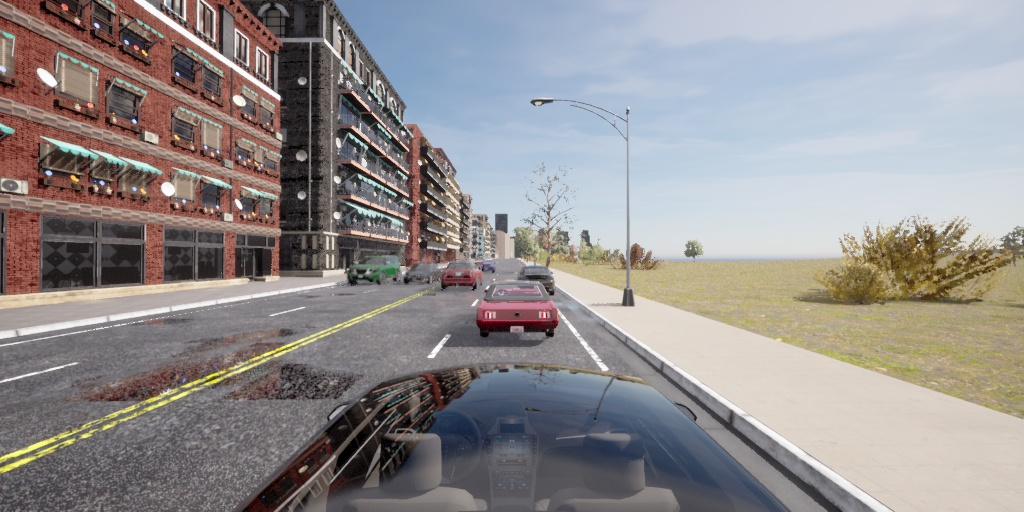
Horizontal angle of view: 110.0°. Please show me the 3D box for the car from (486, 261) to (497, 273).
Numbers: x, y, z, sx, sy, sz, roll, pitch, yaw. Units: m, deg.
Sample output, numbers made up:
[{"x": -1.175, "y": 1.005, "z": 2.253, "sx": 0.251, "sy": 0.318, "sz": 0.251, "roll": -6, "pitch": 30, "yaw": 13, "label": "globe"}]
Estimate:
[{"x": -2.974, "y": 1.277, "z": 43.887, "sx": 1.812, "sy": 1.442, "sz": 4.674, "roll": 0, "pitch": 0, "yaw": 0, "label": "car"}]

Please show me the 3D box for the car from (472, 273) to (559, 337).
[{"x": 0.133, "y": 1.352, "z": 10.235, "sx": 1.895, "sy": 1.301, "sz": 4.718, "roll": 0, "pitch": 0, "yaw": 0, "label": "car"}]

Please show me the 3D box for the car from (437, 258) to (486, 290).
[{"x": -3.063, "y": 1.104, "z": 22.655, "sx": 2.097, "sy": 1.767, "sz": 4.553, "roll": 0, "pitch": 0, "yaw": 0, "label": "car"}]

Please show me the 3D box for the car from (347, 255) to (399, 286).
[{"x": -9.750, "y": 0.973, "z": 25.848, "sx": 2.150, "sy": 2.045, "sz": 5.566, "roll": 0, "pitch": 0, "yaw": 0, "label": "car"}]

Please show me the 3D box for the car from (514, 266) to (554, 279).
[{"x": 1.210, "y": 1.257, "z": 19.435, "sx": 1.837, "sy": 1.490, "sz": 4.892, "roll": 0, "pitch": 0, "yaw": 0, "label": "car"}]

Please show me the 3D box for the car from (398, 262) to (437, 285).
[{"x": -6.500, "y": 1.257, "z": 26.303, "sx": 1.837, "sy": 1.490, "sz": 4.892, "roll": 0, "pitch": 0, "yaw": 0, "label": "car"}]
